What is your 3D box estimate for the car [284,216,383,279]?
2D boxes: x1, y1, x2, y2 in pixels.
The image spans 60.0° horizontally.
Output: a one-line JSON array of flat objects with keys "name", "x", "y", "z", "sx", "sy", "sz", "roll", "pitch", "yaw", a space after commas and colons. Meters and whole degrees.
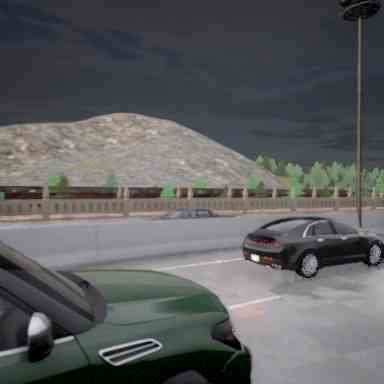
[{"name": "car", "x": 3.752, "y": 1.492, "z": 9.972, "sx": 4.892, "sy": 1.490, "sz": 1.837, "roll": 0, "pitch": 0, "yaw": -30}]

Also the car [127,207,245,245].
[{"name": "car", "x": -0.225, "y": 1.500, "z": 15.980, "sx": 5.357, "sy": 1.411, "sz": 2.033, "roll": 0, "pitch": 0, "yaw": -29}]

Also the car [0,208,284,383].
[{"name": "car", "x": -2.110, "y": 1.204, "z": 2.165, "sx": 5.566, "sy": 2.045, "sz": 2.150, "roll": 0, "pitch": 0, "yaw": -36}]
